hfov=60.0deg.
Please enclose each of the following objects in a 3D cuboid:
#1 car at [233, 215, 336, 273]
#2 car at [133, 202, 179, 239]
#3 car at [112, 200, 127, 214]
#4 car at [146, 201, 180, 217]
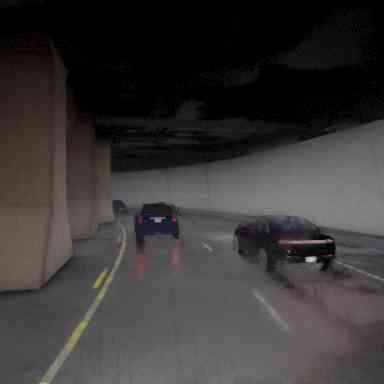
[{"bbox_3d":[2.687,1.481,10.741,2.128,1.511,4.902,0,0,-7],"label":"car"},{"bbox_3d":[-1.996,1.361,17.619,2.097,1.767,4.553,0,0,-11],"label":"car"},{"bbox_3d":[-8.275,1.563,35.304,1.812,1.442,4.674,0,0,-30],"label":"car"},{"bbox_3d":[-2.914,1.615,32.583,1.895,1.301,4.718,0,0,-23],"label":"car"}]
